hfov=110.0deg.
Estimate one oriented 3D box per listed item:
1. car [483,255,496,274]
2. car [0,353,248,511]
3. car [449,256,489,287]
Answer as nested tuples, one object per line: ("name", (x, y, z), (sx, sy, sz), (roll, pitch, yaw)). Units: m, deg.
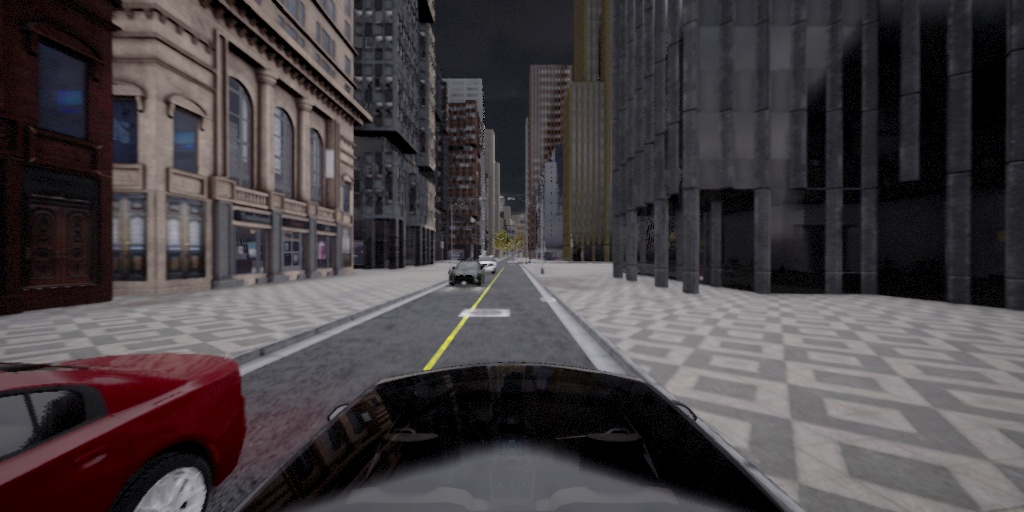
("car", (-2.946, 0.957, 40.596), (2.150, 2.045, 5.566), (0, 0, 0))
("car", (-3.103, 1.224, 0.824), (1.882, 1.535, 5.008), (0, 0, 0))
("car", (-2.991, 1.094, 24.717), (2.097, 1.767, 4.553), (0, 0, 1))
